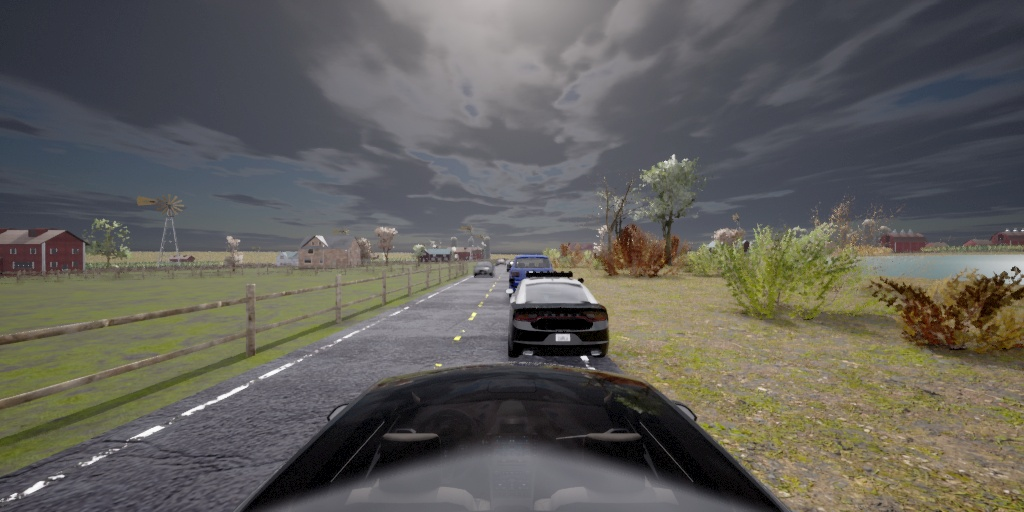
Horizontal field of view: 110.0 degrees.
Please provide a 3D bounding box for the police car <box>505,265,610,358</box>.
[{"bbox_3d":[0.876,1.174,8.638,1.930,1.638,5.238,0,0,0],"label":"police car"}]

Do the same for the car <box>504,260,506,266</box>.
[{"bbox_3d":[0.333,1.334,46.315,1.994,1.385,4.181,0,0,2],"label":"car"}]

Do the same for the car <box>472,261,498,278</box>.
[{"bbox_3d":[-2.624,1.262,34.536,1.837,1.490,4.892,0,0,0],"label":"car"}]

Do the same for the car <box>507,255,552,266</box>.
[{"bbox_3d":[0.943,0.974,18.557,2.150,2.045,5.566,0,0,0],"label":"car"}]
